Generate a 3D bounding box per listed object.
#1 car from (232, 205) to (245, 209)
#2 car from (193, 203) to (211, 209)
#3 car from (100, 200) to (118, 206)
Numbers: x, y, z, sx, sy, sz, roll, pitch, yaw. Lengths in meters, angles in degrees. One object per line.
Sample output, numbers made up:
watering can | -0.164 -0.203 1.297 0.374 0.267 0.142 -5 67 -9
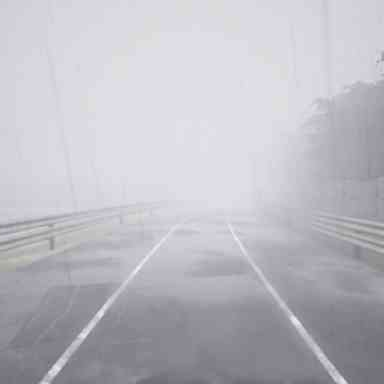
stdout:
car | 12.767 4.140 90.336 1.895 1.301 4.718 -2 -4 33
car | 2.388 3.253 77.368 1.837 1.490 4.892 -3 -5 42
car | -14.662 2.317 62.592 5.008 1.535 1.882 3 -4 -36
